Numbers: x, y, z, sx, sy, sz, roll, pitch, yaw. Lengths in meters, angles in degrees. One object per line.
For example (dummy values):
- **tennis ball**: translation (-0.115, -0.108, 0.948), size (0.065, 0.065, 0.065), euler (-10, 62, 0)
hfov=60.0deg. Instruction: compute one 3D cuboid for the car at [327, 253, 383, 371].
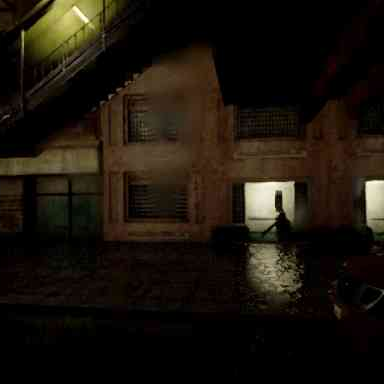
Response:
- **car**: translation (4.662, 1.217, 4.020), size (5.566, 2.045, 2.435), euler (-1, 0, 9)
